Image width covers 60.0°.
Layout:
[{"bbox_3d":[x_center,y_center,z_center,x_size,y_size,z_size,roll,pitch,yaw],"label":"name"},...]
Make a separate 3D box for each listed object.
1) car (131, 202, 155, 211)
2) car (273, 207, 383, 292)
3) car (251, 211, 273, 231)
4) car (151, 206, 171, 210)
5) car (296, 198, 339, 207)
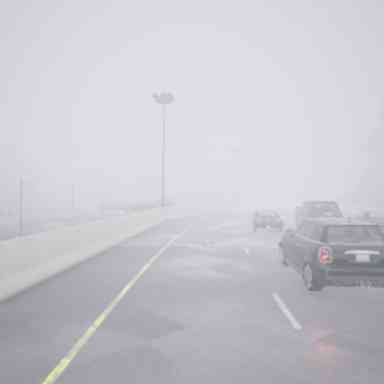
[{"bbox_3d":[-7.499,2.228,51.183,1.895,1.301,4.718,0,-1,15],"label":"car"},{"bbox_3d":[3.875,1.495,9.421,2.097,1.767,4.553,0,-1,3],"label":"car"},{"bbox_3d":[5.039,1.923,22.852,1.895,1.301,4.718,0,-1,8],"label":"car"},{"bbox_3d":[-4.244,1.847,49.821,2.150,2.045,5.566,0,-1,14],"label":"car"},{"bbox_3d":[8.573,1.563,22.906,2.150,2.045,5.566,0,0,8],"label":"car"}]
